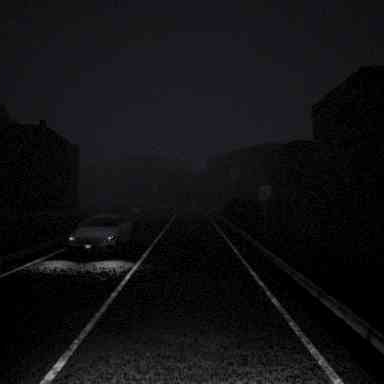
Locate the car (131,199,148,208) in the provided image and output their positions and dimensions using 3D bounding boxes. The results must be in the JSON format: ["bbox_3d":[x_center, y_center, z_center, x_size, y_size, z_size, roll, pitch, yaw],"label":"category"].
[{"bbox_3d":[-8.951,1.944,56.552,1.812,1.442,4.674,1,-1,-28],"label":"car"}]

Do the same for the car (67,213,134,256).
[{"bbox_3d":[-3.605,1.638,13.848,1.812,1.442,4.674,0,0,0],"label":"car"}]
